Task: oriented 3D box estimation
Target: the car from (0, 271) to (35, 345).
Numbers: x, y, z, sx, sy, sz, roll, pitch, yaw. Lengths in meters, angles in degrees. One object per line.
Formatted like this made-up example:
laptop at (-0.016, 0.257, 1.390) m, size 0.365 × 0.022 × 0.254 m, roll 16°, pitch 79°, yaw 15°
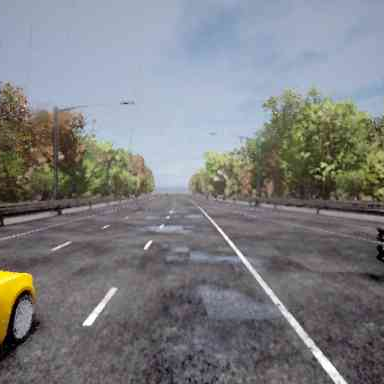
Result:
car at (-3.418, 1.467, 3.305) m, size 1.882 × 1.535 × 5.008 m, roll 0°, pitch 0°, yaw 0°
